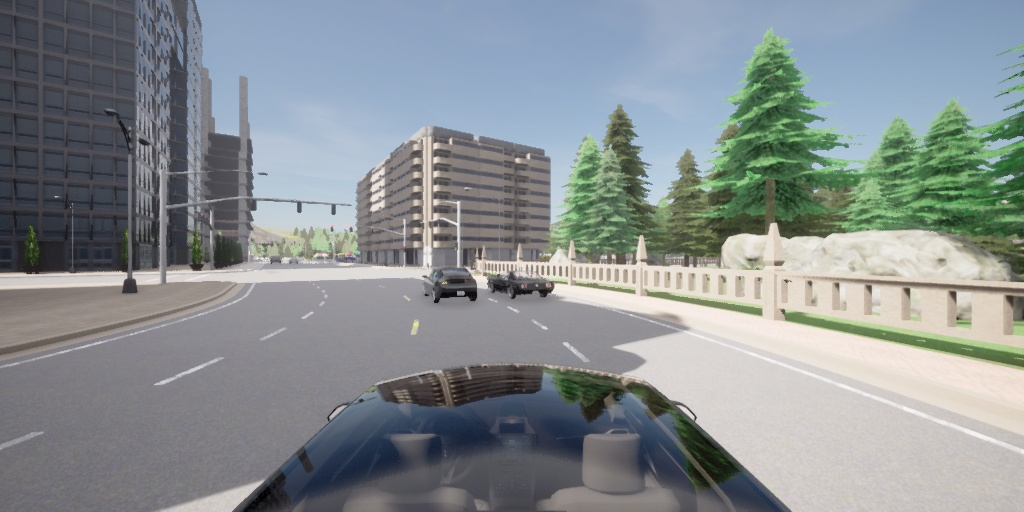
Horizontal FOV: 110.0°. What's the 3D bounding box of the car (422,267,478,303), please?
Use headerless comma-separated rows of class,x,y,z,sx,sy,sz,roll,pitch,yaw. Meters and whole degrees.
car,-2.992,1.265,16.789,1.837,1.490,4.892,0,0,-22

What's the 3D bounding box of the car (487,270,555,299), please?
car,0.238,1.365,18.136,1.895,1.301,4.718,0,0,-22
